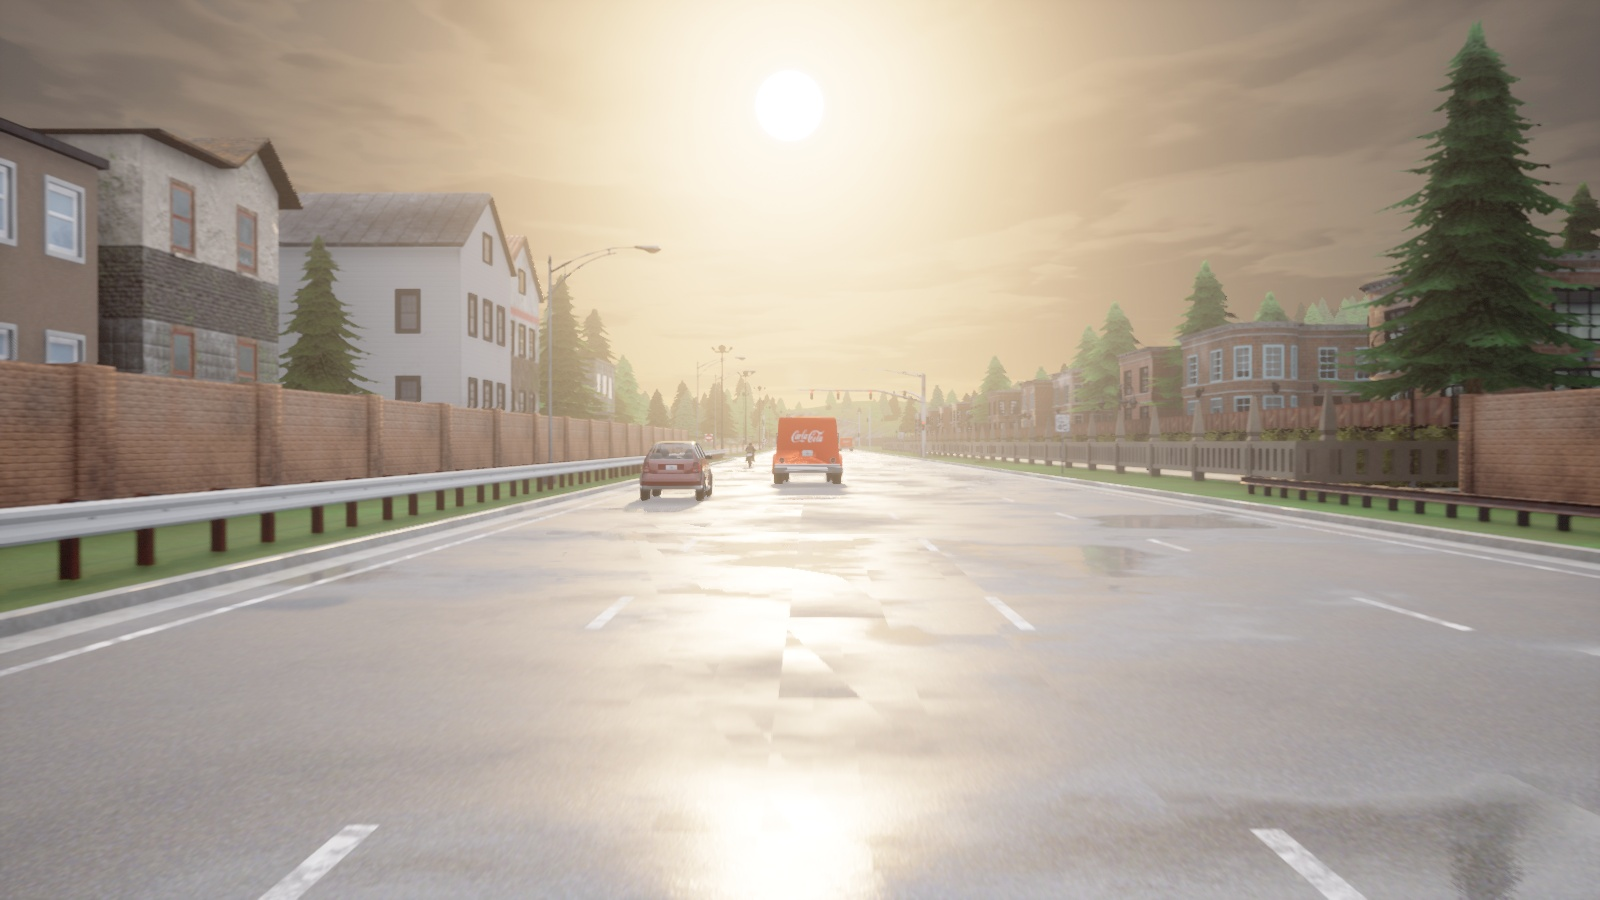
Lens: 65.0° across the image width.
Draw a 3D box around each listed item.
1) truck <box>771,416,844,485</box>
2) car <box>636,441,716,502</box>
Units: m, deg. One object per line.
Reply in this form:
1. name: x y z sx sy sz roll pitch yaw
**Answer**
1. truck: 0.285 -0.006 47.345 2.627 2.467 5.204 0 0 0
2. car: -3.292 0.532 33.890 1.789 1.549 3.705 0 0 0
